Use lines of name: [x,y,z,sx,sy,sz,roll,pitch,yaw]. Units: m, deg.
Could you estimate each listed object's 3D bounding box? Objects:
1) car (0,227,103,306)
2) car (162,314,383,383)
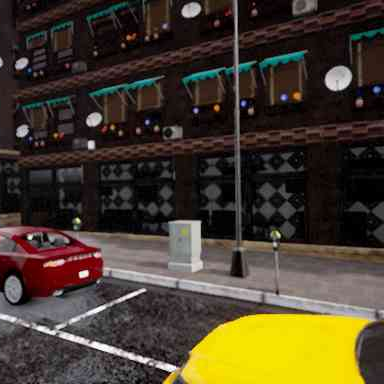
car: [-4.090,1.460,7.615,4.507,1.381,1.887,1,-1,28]
car: [2.342,1.454,2.141,5.366,1.575,1.801,1,1,28]
